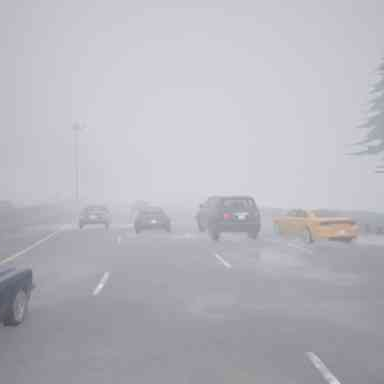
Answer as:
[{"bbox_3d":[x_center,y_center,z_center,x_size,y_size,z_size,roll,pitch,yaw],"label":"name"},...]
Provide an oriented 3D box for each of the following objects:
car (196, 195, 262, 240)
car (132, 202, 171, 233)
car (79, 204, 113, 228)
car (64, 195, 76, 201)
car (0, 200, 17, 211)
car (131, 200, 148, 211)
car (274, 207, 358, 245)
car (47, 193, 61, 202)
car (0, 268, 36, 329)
[{"bbox_3d":[1.688,1.177,16.934,2.150,2.045,5.566,0,0,-10],"label":"car"},{"bbox_3d":[-2.396,1.540,19.702,1.994,1.385,4.181,0,0,-10],"label":"car"},{"bbox_3d":[-6.423,1.544,22.396,2.033,1.411,5.357,0,0,-11],"label":"car"},{"bbox_3d":[-27.801,1.480,76.031,2.033,1.411,5.357,0,0,-11],"label":"car"},{"bbox_3d":[-19.663,1.564,34.328,1.837,1.490,4.892,0,0,-11],"label":"car"},{"bbox_3d":[-5.805,1.526,37.380,1.994,1.385,4.181,0,0,-11],"label":"car"},{"bbox_3d":[5.447,1.412,15.366,1.882,1.535,5.008,0,0,-9],"label":"car"},{"bbox_3d":[-31.311,1.171,75.732,2.150,2.045,5.566,0,0,-11],"label":"car"},{"bbox_3d":[-3.692,1.616,4.016,1.895,1.301,4.718,0,0,-3],"label":"car"}]
